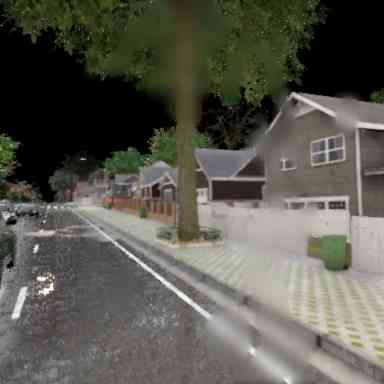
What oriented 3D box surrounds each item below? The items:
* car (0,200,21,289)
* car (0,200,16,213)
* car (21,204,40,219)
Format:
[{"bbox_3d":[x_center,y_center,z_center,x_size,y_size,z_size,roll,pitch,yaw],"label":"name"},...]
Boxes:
[{"bbox_3d":[-5.733,1.266,8.153,2.150,2.045,5.566,0,0,-23],"label":"car"},{"bbox_3d":[-23.354,1.818,41.537,1.837,1.490,4.892,0,-1,-22],"label":"car"},{"bbox_3d":[-15.541,1.809,31.656,1.895,1.301,4.718,0,0,-23],"label":"car"}]
